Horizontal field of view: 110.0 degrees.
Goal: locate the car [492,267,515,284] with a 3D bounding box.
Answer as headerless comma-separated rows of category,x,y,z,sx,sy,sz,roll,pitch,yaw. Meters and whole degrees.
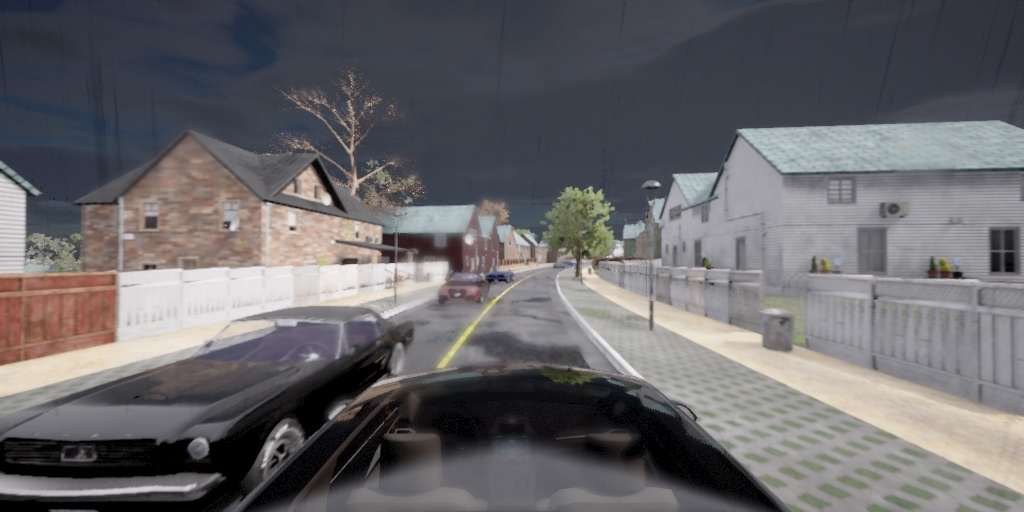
car,-0.966,1.625,30.117,1.895,1.301,4.718,0,0,7

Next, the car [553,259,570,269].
car,8.685,1.614,64.539,1.994,1.385,4.181,0,0,16

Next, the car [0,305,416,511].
car,-2.761,1.377,4.512,1.895,1.301,4.718,0,-1,1

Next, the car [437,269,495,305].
car,-2.208,1.490,17.339,1.994,1.385,4.181,0,-1,4
